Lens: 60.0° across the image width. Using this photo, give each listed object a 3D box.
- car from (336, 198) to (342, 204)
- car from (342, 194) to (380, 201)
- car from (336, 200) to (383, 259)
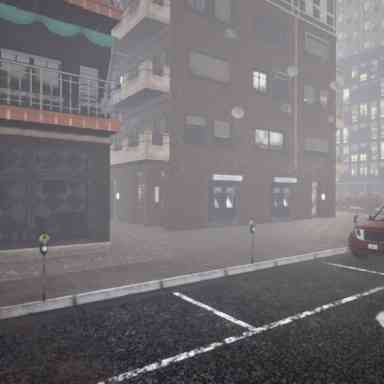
[{"bbox_3d":[12.688,1.330,34.164,1.802,1.307,4.206,1,0,-36],"label":"car"},{"bbox_3d":[19.302,1.109,38.916,2.192,1.841,5.009,1,0,-36],"label":"car"},{"bbox_3d":[7.448,1.317,11.386,5.009,1.841,2.192,0,0,-35],"label":"car"}]
